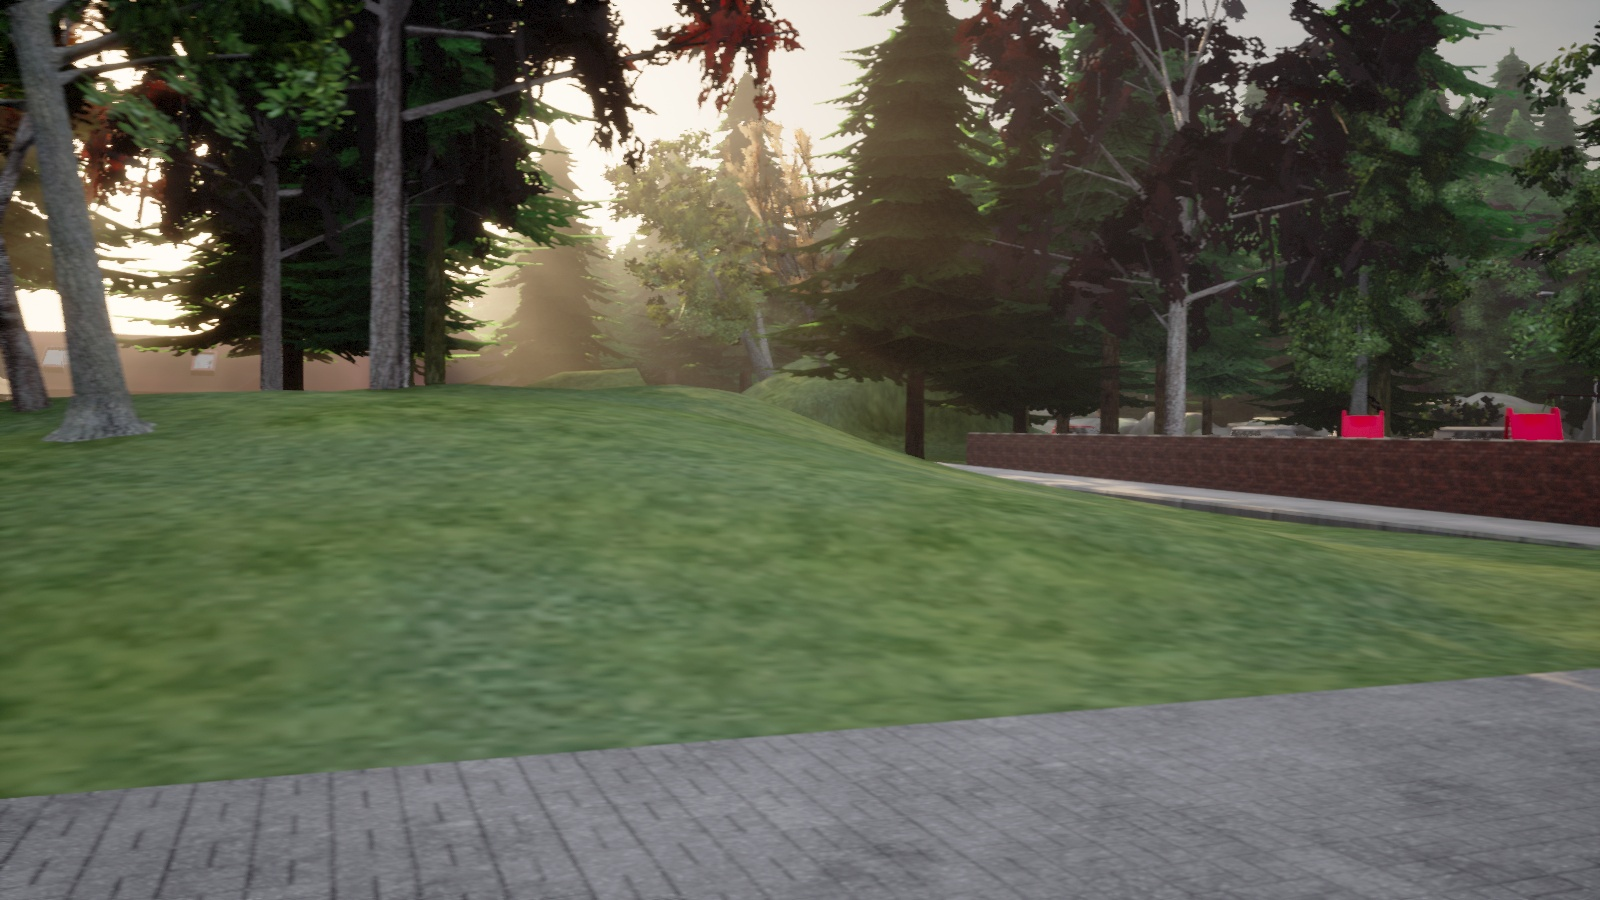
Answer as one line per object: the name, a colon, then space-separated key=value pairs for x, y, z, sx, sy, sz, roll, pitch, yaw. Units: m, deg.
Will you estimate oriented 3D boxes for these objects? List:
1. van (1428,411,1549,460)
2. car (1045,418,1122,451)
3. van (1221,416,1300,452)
van: x=29.231 y=-0.636 z=53.457 sx=1.775 sy=1.987 sz=4.442 roll=-1 pitch=1 yaw=-21
car: x=18.417 y=-1.013 z=81.754 sx=2.150 sy=2.045 sz=5.566 roll=-1 pitch=1 yaw=-21
van: x=26.381 y=-0.907 z=72.100 sx=1.775 sy=1.987 sz=4.442 roll=-1 pitch=1 yaw=-21
